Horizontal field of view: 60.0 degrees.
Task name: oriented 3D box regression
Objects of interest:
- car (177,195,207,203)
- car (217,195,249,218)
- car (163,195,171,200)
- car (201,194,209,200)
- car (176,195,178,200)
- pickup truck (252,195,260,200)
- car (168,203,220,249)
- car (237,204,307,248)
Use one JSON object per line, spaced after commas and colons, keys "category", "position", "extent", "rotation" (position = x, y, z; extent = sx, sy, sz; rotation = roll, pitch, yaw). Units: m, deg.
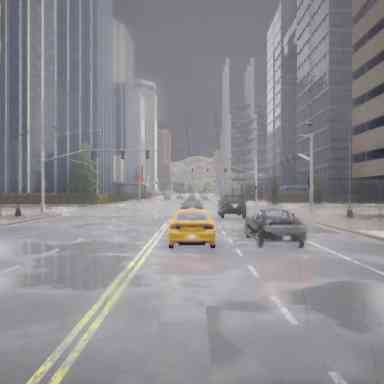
{"category": "car", "position": [0.000, 1.364, 29.620], "extent": [2.097, 1.767, 4.553], "rotation": [0, 0, 0]}
{"category": "car", "position": [3.500, 1.256, 29.680], "extent": [2.150, 2.045, 5.566], "rotation": [0, 0, 0]}
{"category": "car", "position": [-7.000, 1.493, 94.045], "extent": [1.837, 1.490, 4.892], "rotation": [0, 0, 0]}
{"category": "car", "position": [3.500, 1.492, 90.001], "extent": [1.895, 1.301, 4.718], "rotation": [0, 0, 0]}
{"category": "car", "position": [-3.500, 1.545, 94.045], "extent": [1.994, 1.385, 4.181], "rotation": [0, 0, 0]}
{"category": "pickup truck", "position": [16.622, 1.057, 88.674], "extent": [2.390, 2.098, 6.274], "rotation": [0, 0, 31]}
{"category": "car", "position": [0.000, 1.483, 14.650], "extent": [1.882, 1.535, 5.008], "rotation": [0, 0, 0]}
{"category": "car", "position": [3.500, 1.493, 14.650], "extent": [2.128, 1.511, 4.902], "rotation": [0, 0, 0]}
